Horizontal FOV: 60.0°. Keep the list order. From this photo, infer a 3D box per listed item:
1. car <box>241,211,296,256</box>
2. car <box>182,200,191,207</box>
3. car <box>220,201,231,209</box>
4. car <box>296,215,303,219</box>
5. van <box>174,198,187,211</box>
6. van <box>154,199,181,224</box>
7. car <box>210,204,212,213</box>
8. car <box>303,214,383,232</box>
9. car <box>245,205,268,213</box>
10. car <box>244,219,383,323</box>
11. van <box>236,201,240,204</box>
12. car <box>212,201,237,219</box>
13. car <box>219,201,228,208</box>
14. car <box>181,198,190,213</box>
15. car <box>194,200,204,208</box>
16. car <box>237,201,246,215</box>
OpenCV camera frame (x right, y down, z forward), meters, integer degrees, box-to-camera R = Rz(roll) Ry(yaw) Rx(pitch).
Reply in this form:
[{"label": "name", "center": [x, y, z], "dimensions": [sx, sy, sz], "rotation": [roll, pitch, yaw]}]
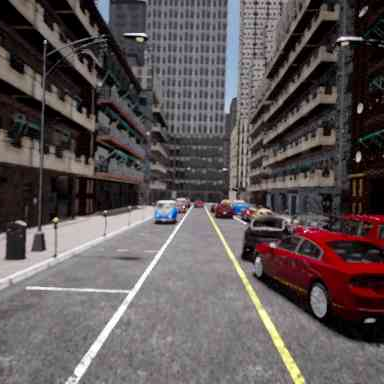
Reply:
[{"label": "car", "center": [3.216, 1.773, 13.865], "dimensions": [1.837, 1.490, 4.892], "rotation": [2, -1, 16]}, {"label": "car", "center": [-1.131, 2.361, 71.519], "dimensions": [1.887, 1.381, 4.507], "rotation": [1, -1, 1]}, {"label": "car", "center": [6.624, 2.534, 65.817], "dimensions": [1.887, 1.381, 4.507], "rotation": [1, -1, 1]}, {"label": "car", "center": [5.540, 1.804, 15.892], "dimensions": [1.967, 1.590, 4.097], "rotation": [1, -1, 1]}, {"label": "van", "center": [-1.609, 1.882, 49.332], "dimensions": [1.690, 1.788, 3.998], "rotation": [1, -1, 1]}, {"label": "van", "center": [-2.092, 1.603, 27.143], "dimensions": [1.690, 1.788, 3.998], "rotation": [1, -1, 1]}, {"label": "car", "center": [3.680, 2.252, 47.906], "dimensions": [1.994, 1.385, 4.181], "rotation": [2, -1, 1]}, {"label": "car", "center": [5.421, 1.609, 10.346], "dimensions": [2.192, 1.841, 5.009], "rotation": [1, -1, 1]}, {"label": "car", "center": [5.783, 2.032, 27.156], "dimensions": [1.752, 1.417, 4.829], "rotation": [1, -1, 1]}, {"label": "car", "center": [3.032, 1.666, 7.791], "dimensions": [1.882, 1.535, 5.008], "rotation": [2, -1, -10]}, {"label": "van", "center": [6.145, 2.055, 43.630], "dimensions": [1.690, 1.788, 3.998], "rotation": [1, -1, 1]}, {"label": "car", "center": [3.466, 2.024, 36.545], "dimensions": [1.882, 1.535, 5.008], "rotation": [2, -1, 2]}, {"label": "car", "center": [6.748, 2.586, 71.534], "dimensions": [1.752, 1.417, 4.829], "rotation": [1, -1, 1]}, {"label": "car", "center": [-1.732, 1.911, 43.784], "dimensions": [1.967, 1.590, 4.097], "rotation": [1, -1, 1]}, {"label": "car", "center": [1.263, 2.270, 63.162], "dimensions": [1.882, 1.535, 5.008], "rotation": [2, -1, 1]}, {"label": "car", "center": [5.902, 2.014, 32.534], "dimensions": [1.967, 1.590, 4.097], "rotation": [1, -1, 1]}]
